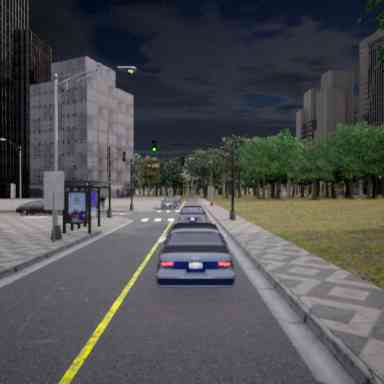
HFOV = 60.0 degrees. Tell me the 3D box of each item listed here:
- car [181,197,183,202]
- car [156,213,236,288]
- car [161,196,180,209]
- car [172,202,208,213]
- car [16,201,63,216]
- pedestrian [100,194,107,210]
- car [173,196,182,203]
[{"bbox_3d":[-3.178,1.558,65.750,1.882,1.535,5.008,0,0,0],"label":"car"},{"bbox_3d":[0.076,1.568,9.380,2.033,1.411,5.357,0,0,0],"label":"car"},{"bbox_3d":[-3.183,1.558,46.053,2.128,1.511,4.902,0,0,0],"label":"car"},{"bbox_3d":[0.051,1.588,21.601,2.033,1.411,5.357,0,0,0],"label":"car"},{"bbox_3d":[-14.409,1.555,31.946,4.674,1.442,1.812,0,0,2],"label":"car"},{"bbox_3d":[-10.155,1.143,38.063,0.375,1.860,0.375,0,0,1],"label":"pedestrian"},{"bbox_3d":[-3.195,1.579,75.850,1.837,1.490,4.892,0,0,0],"label":"car"}]
